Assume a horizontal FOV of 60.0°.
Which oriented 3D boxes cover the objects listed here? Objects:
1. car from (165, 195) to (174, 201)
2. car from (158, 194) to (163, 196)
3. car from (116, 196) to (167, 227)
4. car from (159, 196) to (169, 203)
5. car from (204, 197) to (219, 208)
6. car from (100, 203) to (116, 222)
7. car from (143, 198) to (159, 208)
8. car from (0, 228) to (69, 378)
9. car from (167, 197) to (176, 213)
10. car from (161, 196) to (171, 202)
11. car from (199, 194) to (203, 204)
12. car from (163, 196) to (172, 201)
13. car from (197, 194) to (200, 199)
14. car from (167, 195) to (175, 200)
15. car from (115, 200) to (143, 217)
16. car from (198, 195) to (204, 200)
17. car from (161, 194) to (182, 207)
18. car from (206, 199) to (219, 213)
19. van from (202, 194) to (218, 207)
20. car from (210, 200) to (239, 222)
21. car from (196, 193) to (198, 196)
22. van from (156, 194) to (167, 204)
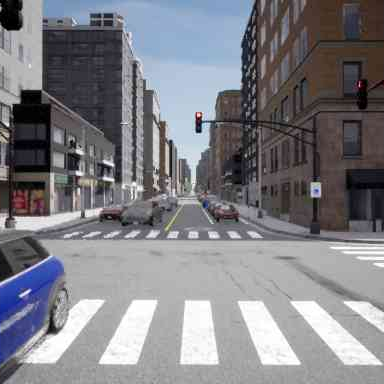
[{"bbox_3d":[-5.994,1.603,88.375,1.947,1.339,4.313,1,0,0],"label":"car"},{"bbox_3d":[-5.946,1.461,60.010,1.967,1.590,4.097,1,0,0],"label":"car"},{"bbox_3d":[-3.315,1.357,22.811,2.097,1.767,4.553,0,0,4],"label":"car"},{"bbox_3d":[-5.966,1.609,71.356,1.802,1.307,4.206,1,0,0],"label":"car"},{"bbox_3d":[2.615,1.591,37.325,1.802,1.307,4.206,1,0,0],"label":"car"},{"bbox_3d":[-5.892,1.551,25.973,1.887,1.381,4.507,1,0,0],"label":"car"},{"bbox_3d":[-5.929,1.596,48.665,1.802,1.307,4.206,1,0,0],"label":"car"},{"bbox_3d":[-3.100,1.345,3.661,2.097,1.767,4.553,0,0,0],"label":"car"},{"bbox_3d":[-3.156,1.574,36.688,1.994,1.385,4.181,0,0,0],"label":"car"},{"bbox_3d":[-5.975,1.582,77.029,2.008,1.369,4.403,1,0,0],"label":"car"},{"bbox_3d":[2.599,1.329,48.672,2.192,1.841,5.009,1,0,0],"label":"car"},{"bbox_3d":[-5.985,1.600,82.702,1.947,1.339,4.313,1,0,0],"label":"car"},{"bbox_3d":[2.559,1.593,71.365,1.947,1.339,4.313,1,0,0],"label":"car"},{"bbox_3d":[-6.003,1.585,94.048,1.887,1.381,4.507,1,0,0],"label":"car"},{"bbox_3d":[-5.901,1.552,31.646,1.887,1.381,4.507,1,0,0],"label":"car"},{"bbox_3d":[2.523,1.565,94.229,1.752,1.417,4.829,1,0,0],"label":"car"},{"bbox_3d":[-3.153,1.508,50.928,2.128,1.511,4.902,0,0,0],"label":"car"},{"bbox_3d":[2.624,1.589,31.651,1.802,1.307,4.206,1,0,0],"label":"car"},{"bbox_3d":[2.608,1.353,42.999,1.690,1.788,3.998,1,0,0],"label":"van"},{"bbox_3d":[2.634,1.588,25.978,1.802,1.307,4.206,1,0,0],"label":"car"},{"bbox_3d":[2.543,1.349,82.712,2.192,1.841,5.009,1,0,0],"label":"car"},{"bbox_3d":[-5.955,1.365,65.683,1.690,1.788,3.998,1,0,0],"label":"van"}]
